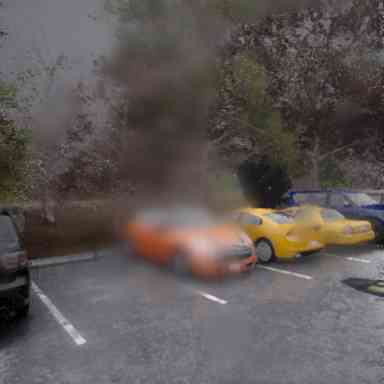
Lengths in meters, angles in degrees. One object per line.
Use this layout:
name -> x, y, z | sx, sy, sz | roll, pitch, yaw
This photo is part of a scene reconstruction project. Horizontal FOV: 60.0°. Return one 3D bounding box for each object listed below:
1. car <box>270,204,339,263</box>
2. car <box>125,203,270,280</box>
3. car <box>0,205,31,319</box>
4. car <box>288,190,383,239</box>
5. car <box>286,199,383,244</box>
car -> 2.049, 1.312, 11.512 | 2.097, 1.535, 5.008 | -2, 1, -35
car -> -0.243, 1.251, 9.923 | 2.185, 1.767, 4.553 | -1, 1, -35
car -> -4.786, 1.230, 6.681 | 2.435, 2.045, 5.566 | -1, 1, -35
car -> 6.691, 0.919, 14.793 | 2.435, 2.045, 5.566 | -2, 1, -35
car -> 4.305, 1.236, 13.354 | 1.946, 1.575, 5.366 | -2, 1, -35
